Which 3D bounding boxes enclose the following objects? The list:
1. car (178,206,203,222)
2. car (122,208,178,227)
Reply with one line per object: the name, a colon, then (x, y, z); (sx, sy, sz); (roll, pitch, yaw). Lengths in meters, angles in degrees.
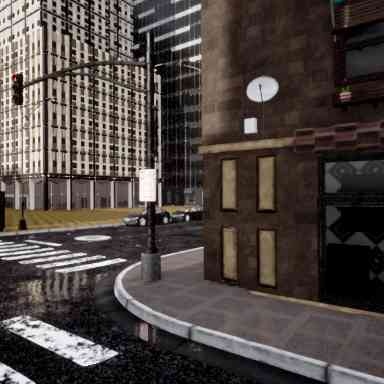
car: (-0.262, 1.974, 30.453); (2.008, 1.369, 4.403); (-2, -2, 35)
car: (-3.468, 1.893, 25.899); (2.008, 1.369, 4.403); (-2, -2, 35)
